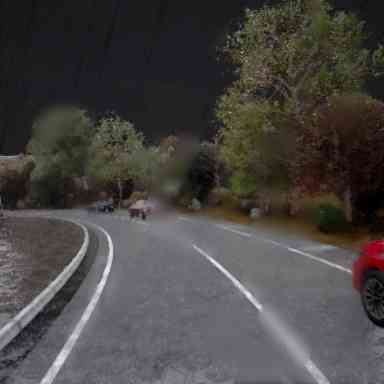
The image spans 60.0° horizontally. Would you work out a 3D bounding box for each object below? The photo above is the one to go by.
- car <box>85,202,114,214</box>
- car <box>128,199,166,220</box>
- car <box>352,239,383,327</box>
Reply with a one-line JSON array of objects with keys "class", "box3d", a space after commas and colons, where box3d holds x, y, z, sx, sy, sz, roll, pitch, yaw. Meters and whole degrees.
[{"class": "car", "box3d": [-11.179, 1.858, 39.838, 1.895, 1.301, 4.718, -5, 2, -40]}, {"class": "car", "box3d": [-3.998, 1.357, 28.719, 2.097, 1.767, 4.553, -3, 1, -28]}, {"class": "car", "box3d": [4.133, 1.154, 3.749, 2.150, 2.045, 5.566, -1, 0, -4]}]
